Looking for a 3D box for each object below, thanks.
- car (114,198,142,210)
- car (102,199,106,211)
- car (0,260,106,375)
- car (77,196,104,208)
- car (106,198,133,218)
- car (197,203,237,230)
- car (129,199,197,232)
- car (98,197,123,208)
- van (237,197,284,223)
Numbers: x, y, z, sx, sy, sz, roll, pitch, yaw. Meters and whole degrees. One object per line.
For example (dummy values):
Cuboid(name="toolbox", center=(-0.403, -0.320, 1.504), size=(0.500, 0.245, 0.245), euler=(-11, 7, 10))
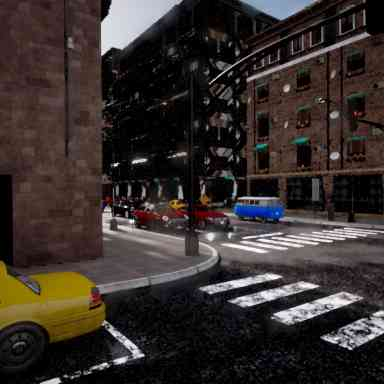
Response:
Cuboid(name="car", center=(-8.395, 1.463, 43.258), size=(1.887, 1.381, 4.507), euler=(-1, 0, -36))
Cuboid(name="car", center=(-11.881, 1.182, 38.219), size=(2.150, 2.045, 5.566), euler=(-1, 0, -36))
Cuboid(name="car", center=(-3.554, 1.525, 4.029), size=(4.829, 1.417, 1.752), euler=(0, 0, -36))
Cuboid(name="car", center=(-14.368, 1.429, 46.970), size=(2.128, 1.511, 4.902), euler=(-1, 0, -35))
Cuboid(name="car", center=(-5.609, 1.473, 29.581), size=(1.837, 1.490, 4.892), euler=(-1, 0, -36))
Cuboid(name="car", center=(0.437, 1.508, 21.274), size=(1.812, 1.442, 4.674), euler=(-1, 0, -34))
Cuboid(name="car", center=(-1.863, 1.440, 20.030), size=(1.967, 1.590, 4.097), euler=(0, 0, -36))
Cuboid(name="car", center=(-11.725, 1.462, 47.837), size=(1.887, 1.381, 4.507), euler=(-1, 0, -36))
Cuboid(name="van", center=(4.926, 1.280, 24.944), size=(1.690, 1.788, 3.998), euler=(0, 0, -36))
